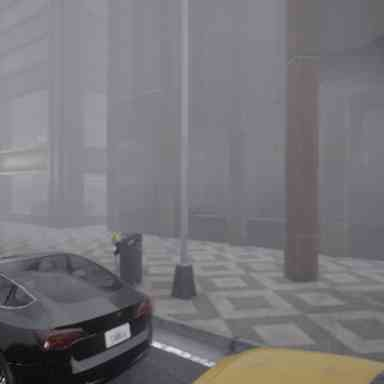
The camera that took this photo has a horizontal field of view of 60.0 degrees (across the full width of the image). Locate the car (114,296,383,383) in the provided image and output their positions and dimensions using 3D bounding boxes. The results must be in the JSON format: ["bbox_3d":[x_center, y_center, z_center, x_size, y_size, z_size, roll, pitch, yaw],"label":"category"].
[{"bbox_3d":[1.960,1.531,1.566,4.829,1.417,1.752,0,0,35],"label":"car"}]

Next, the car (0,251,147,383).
[{"bbox_3d":[-2.477,1.534,4.729,4.313,1.339,1.947,0,0,35],"label":"car"}]
